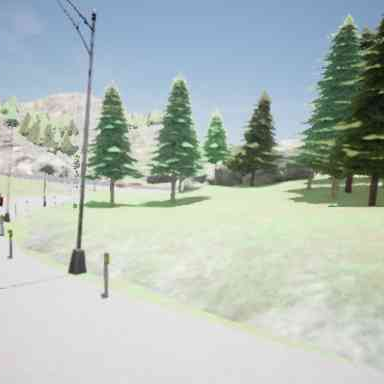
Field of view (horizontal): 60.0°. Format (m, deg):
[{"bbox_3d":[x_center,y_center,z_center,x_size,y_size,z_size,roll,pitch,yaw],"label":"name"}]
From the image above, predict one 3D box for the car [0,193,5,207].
[{"bbox_3d":[-22.351,0.657,36.393,2.150,2.045,5.566,4,0,-12],"label":"car"}]
